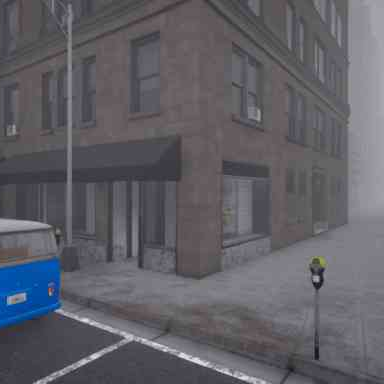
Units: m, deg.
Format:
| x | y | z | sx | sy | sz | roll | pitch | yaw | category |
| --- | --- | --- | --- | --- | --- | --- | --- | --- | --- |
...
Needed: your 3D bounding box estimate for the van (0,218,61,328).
| x | y | z | sx | sy | sz | roll | pitch | yaw | category |
| --- | --- | --- | --- | --- | --- | --- | --- | --- | --- |
| -4.088 | 1.340 | 5.994 | 3.998 | 1.788 | 1.690 | 0 | 0 | 35 | van |
